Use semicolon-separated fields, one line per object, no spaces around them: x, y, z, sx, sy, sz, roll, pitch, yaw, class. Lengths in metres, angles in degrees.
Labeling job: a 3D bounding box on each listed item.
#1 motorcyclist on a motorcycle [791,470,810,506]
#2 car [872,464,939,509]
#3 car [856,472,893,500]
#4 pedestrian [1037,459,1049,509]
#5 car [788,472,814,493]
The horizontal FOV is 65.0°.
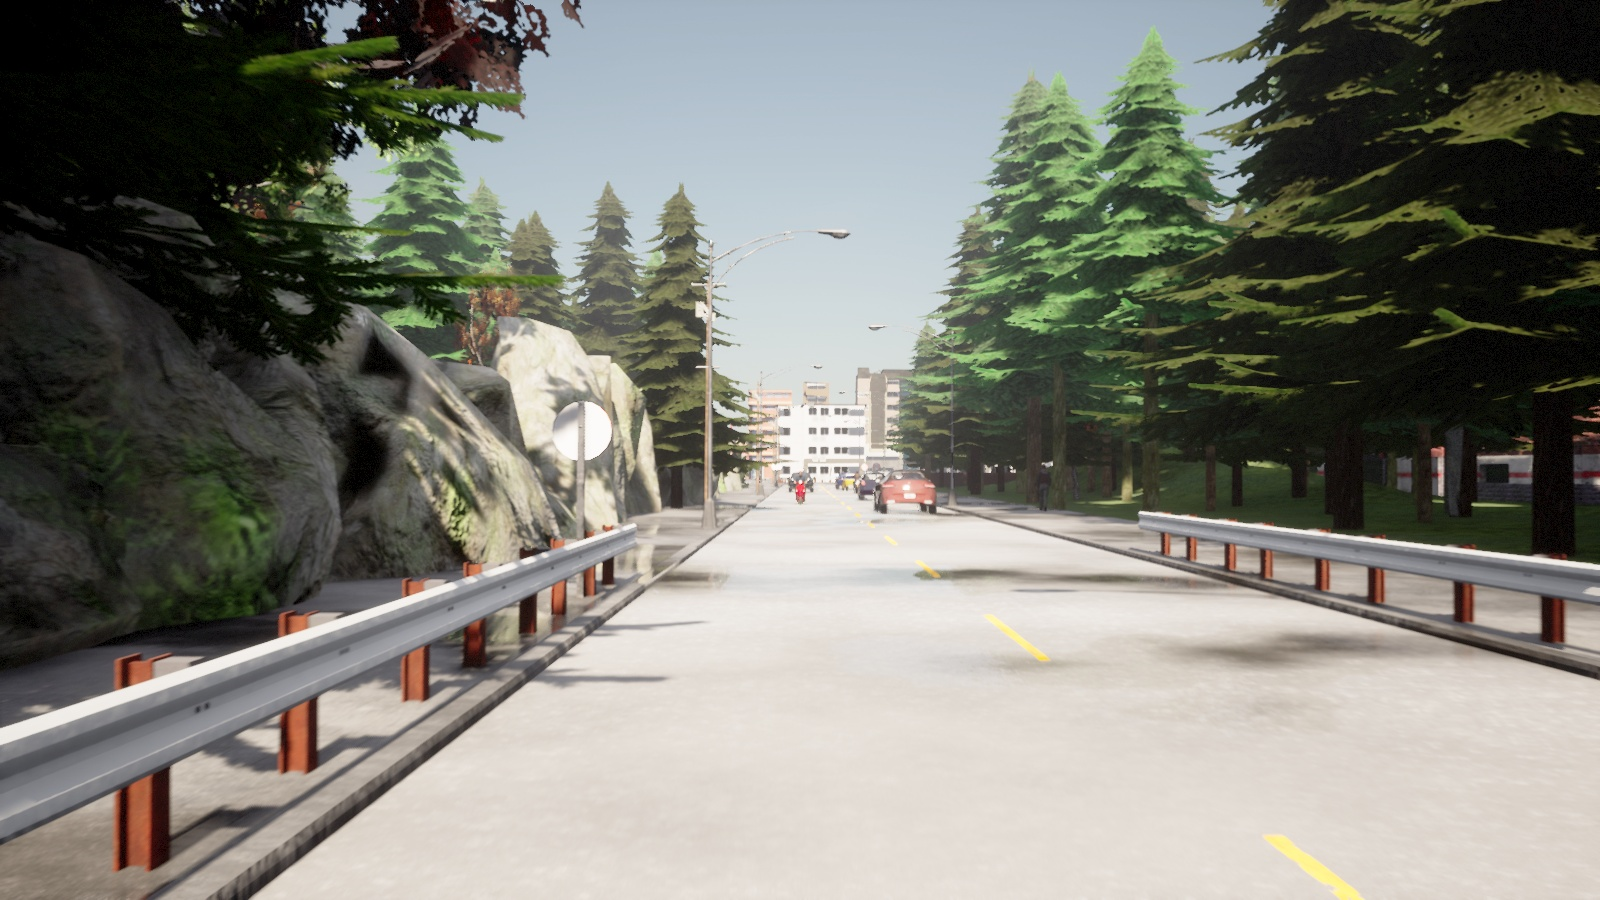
0.032;1.733;57.778;0.866;1.590;1.817;0;-1;0;motorcyclist on a motorcycle
4.014;1.385;48.399;2.152;1.651;5.027;0;-1;0;car
4.053;1.965;68.985;1.845;1.501;3.633;0;-1;0;car
9.137;1.276;47.232;0.376;1.854;0.720;0;-1;4;pedestrian
0.096;2.363;92.452;1.837;1.490;4.892;0;-1;0;car
